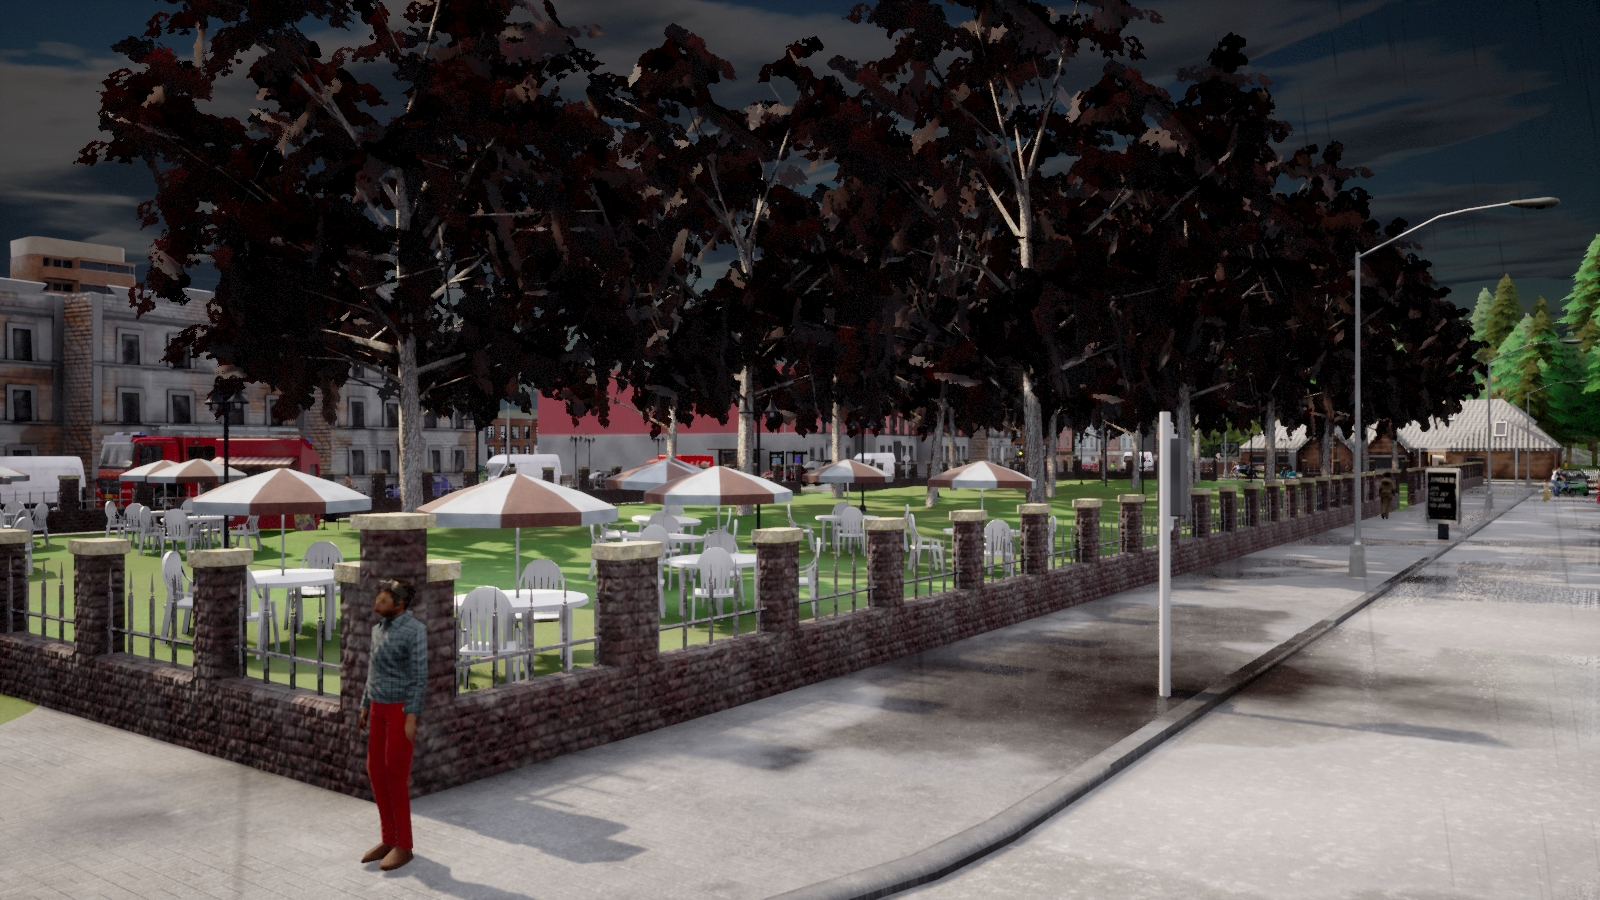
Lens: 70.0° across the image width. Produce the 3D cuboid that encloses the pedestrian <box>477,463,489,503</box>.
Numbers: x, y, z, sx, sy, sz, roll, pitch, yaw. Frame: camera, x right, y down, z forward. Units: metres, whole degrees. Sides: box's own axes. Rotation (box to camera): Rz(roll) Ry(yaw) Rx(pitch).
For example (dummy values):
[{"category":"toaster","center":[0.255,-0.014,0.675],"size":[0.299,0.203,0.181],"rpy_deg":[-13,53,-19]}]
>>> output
[{"category":"pedestrian","center":[-14.794,1.523,53.291],"size":[0.375,1.860,0.375],"rpy_deg":[0,0,31]}]

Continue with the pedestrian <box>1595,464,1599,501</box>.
[{"category":"pedestrian","center":[40.419,1.628,57.721],"size":[0.375,1.860,0.375],"rpy_deg":[0,0,31]}]

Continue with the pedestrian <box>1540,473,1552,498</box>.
[{"category":"pedestrian","center":[39.887,1.908,61.087],"size":[0.375,1.300,0.375],"rpy_deg":[0,0,-34]}]

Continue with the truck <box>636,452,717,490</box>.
[{"category":"truck","center":[-8.233,1.348,76.671],"size":[2.627,2.467,5.204],"rpy_deg":[0,0,35]}]

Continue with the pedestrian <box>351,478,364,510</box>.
[{"category":"pedestrian","center":[-18.219,1.805,47.038],"size":[0.375,1.300,0.375],"rpy_deg":[0,0,35]}]

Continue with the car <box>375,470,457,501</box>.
[{"category":"car","center":[-20.045,1.818,59.739],"size":[1.845,1.501,3.633],"rpy_deg":[0,0,35]}]

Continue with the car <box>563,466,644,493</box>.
[{"category":"car","center":[-12.166,1.814,71.050],"size":[2.097,1.535,5.006],"rpy_deg":[0,0,35]}]

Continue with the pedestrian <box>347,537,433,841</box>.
[{"category":"pedestrian","center":[-2.655,1.517,7.406],"size":[0.375,1.860,0.375],"rpy_deg":[0,0,36]}]

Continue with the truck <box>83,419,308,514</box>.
[{"category":"truck","center":[-26.598,0.670,50.778],"size":[2.891,3.827,8.468],"rpy_deg":[0,0,35]}]

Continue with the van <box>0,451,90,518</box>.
[{"category":"van","center":[-31.021,1.314,44.007],"size":[1.988,2.561,5.915],"rpy_deg":[0,0,35]}]

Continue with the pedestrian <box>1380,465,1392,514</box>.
[{"category":"pedestrian","center":[22.671,1.525,44.200],"size":[0.375,1.860,0.375],"rpy_deg":[0,0,35]}]

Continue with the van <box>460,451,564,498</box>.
[{"category":"van","center":[-16.329,1.314,65.083],"size":[1.988,2.561,5.915],"rpy_deg":[0,0,35]}]
